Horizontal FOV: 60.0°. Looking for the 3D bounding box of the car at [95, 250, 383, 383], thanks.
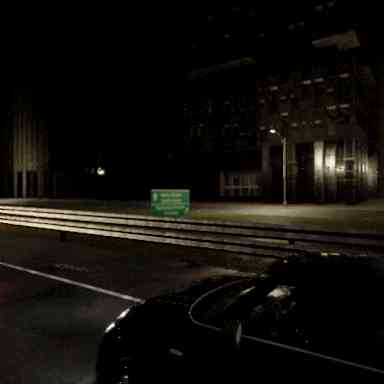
[{"bbox_3d":[1.206,1.349,3.009,4.553,1.767,2.097,0,0,36],"label":"car"}]
